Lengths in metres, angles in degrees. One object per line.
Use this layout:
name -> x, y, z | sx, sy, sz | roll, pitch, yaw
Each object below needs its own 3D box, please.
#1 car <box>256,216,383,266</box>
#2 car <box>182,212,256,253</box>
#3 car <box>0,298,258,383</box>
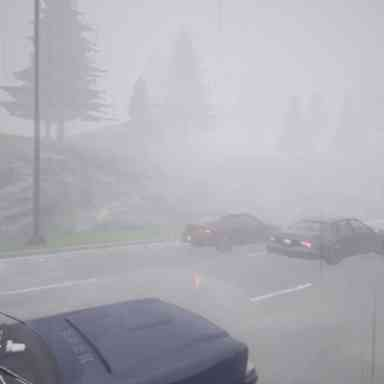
car -> 4.947, 1.551, 11.575 | 5.357, 1.411, 2.033 | 0, 0, -35
car -> 1.765, 1.529, 13.606 | 4.674, 1.442, 1.812 | 0, 0, -36
car -> -1.723, 1.601, 2.520 | 4.718, 1.301, 1.895 | 0, 0, -36
